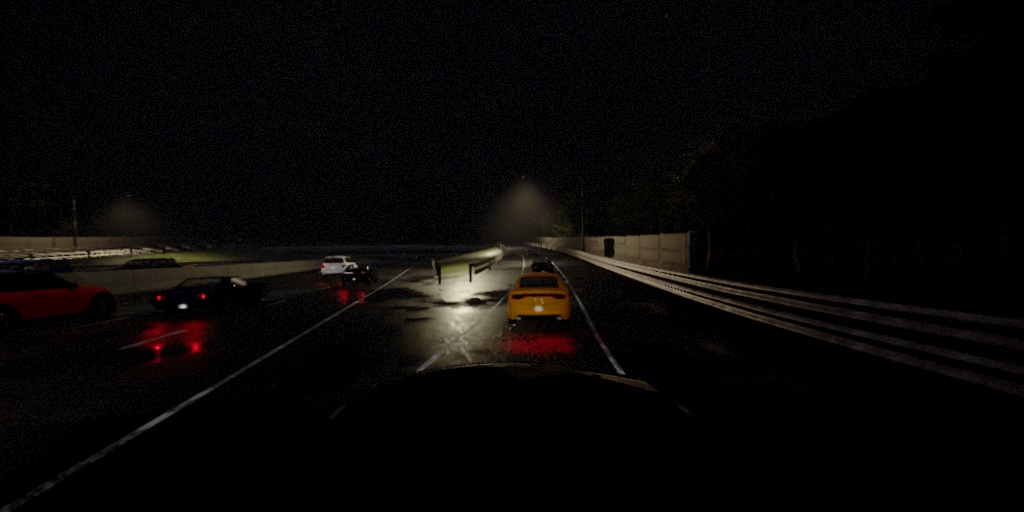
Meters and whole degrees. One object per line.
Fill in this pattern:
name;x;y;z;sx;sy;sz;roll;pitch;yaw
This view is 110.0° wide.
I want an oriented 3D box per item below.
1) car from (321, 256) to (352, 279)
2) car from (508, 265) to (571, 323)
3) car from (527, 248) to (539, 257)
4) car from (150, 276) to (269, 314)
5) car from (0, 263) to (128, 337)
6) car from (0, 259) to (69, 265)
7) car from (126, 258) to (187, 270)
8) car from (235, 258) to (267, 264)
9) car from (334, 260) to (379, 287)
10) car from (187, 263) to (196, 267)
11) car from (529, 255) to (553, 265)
car;-16.094;1.034;33.656;2.150;2.045;5.566;-1;1;-13
car;0.971;1.296;12.515;1.882;1.535;5.008;-1;1;5
car;3.496;-0.617;59.544;2.033;1.411;5.357;-1;3;0
car;-11.870;1.456;14.589;1.895;1.301;4.718;-1;0;-12
car;-14.579;1.245;10.581;2.097;1.767;4.553;-1;0;-12
car;-31.913;1.275;23.278;2.150;2.045;5.566;-1;1;-12
car;-29.578;1.209;28.923;2.150;2.045;5.566;-1;1;-12
car;-33.617;1.382;47.072;1.837;1.490;4.892;-1;0;-12
car;-10.869;1.308;25.842;2.128;1.511;4.902;-1;0;-12
car;-35.197;1.567;38.059;1.895;1.301;4.718;-1;1;-12
car;2.682;0.872;32.284;1.895;1.301;4.718;-1;2;4
